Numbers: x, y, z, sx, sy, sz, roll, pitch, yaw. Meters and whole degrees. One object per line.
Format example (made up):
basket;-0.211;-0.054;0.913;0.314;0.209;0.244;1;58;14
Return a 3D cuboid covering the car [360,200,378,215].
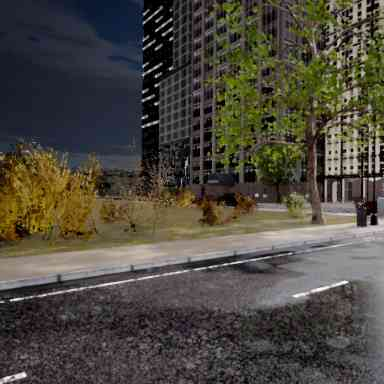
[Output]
car;17.624;1.435;29.856;1.812;1.442;4.674;1;0;-34

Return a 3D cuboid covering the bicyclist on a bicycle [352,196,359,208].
bicyclist on a bicycle;23.111;1.397;47.018;1.656;1.620;0.582;1;0;-34

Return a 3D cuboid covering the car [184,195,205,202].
car;0.528;1.393;73.053;2.033;1.411;5.357;1;0;-34

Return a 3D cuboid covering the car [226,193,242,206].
car;6.571;1.102;46.360;2.150;2.045;5.566;1;0;-34

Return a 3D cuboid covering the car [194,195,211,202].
car;2.739;1.303;64.009;2.097;1.767;4.553;1;0;-33

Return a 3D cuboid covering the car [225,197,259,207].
car;7.551;1.470;50.728;2.033;1.411;5.357;1;0;-34
